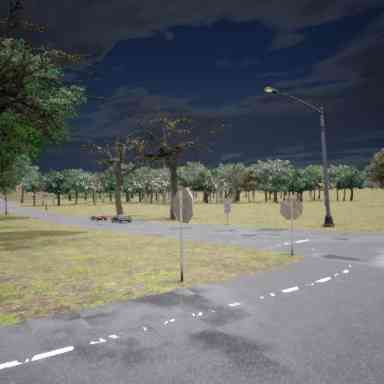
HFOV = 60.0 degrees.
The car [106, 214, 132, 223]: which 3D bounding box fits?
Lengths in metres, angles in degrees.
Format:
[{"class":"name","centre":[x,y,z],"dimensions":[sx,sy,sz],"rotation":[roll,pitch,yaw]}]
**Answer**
[{"class":"car","centre":[-11.132,4.117,52.097],"dimensions":[2.033,1.411,5.357],"rotation":[-1,-2,-34]}]

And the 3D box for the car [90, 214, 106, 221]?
[{"class":"car","centre":[-17.064,4.609,60.740],"dimensions":[1.895,1.301,4.718],"rotation":[-1,-1,-34]}]
